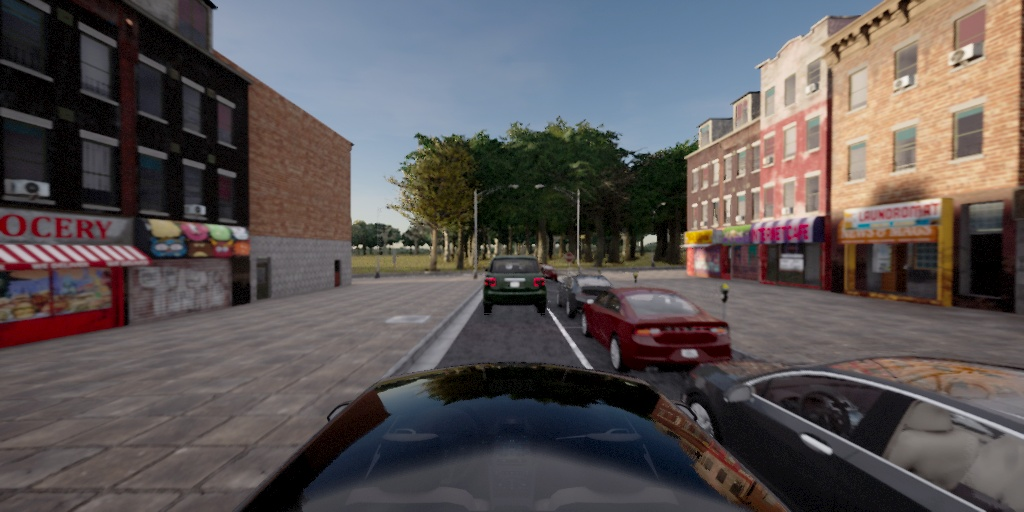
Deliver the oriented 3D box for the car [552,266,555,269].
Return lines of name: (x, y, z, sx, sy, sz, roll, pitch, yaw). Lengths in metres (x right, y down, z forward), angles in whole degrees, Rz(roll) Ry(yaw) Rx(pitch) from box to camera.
car: (2.635, 1.353, 29.165, 1.888, 1.381, 4.507, 0, 0, 0)

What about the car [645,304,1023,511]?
car: (2.637, 1.301, 2.133, 2.007, 1.370, 4.403, 0, 0, 0)

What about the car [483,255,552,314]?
car: (0.099, 0.994, 13.935, 2.150, 2.045, 5.566, 0, 0, 0)

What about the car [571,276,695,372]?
car: (2.637, 1.305, 7.540, 1.888, 1.381, 4.507, 0, 0, 0)

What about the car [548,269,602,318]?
car: (2.636, 1.321, 12.945, 2.007, 1.370, 4.403, 0, 0, 0)
